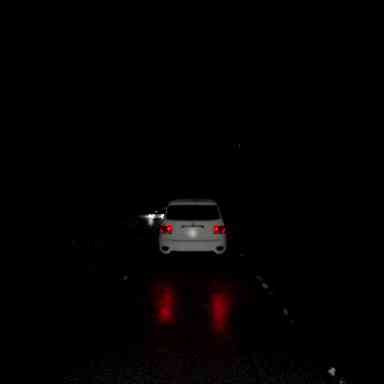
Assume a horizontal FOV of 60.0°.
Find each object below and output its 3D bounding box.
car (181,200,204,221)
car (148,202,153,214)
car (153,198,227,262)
[{"bbox_3d":[0.084,1.527,28.469,1.837,1.490,4.892,0,0,1],"label":"car"},{"bbox_3d":[-3.473,1.571,35.370,2.033,1.411,5.357,0,0,1],"label":"car"},{"bbox_3d":[0.046,1.236,12.304,2.150,2.045,5.566,0,0,1],"label":"car"}]
